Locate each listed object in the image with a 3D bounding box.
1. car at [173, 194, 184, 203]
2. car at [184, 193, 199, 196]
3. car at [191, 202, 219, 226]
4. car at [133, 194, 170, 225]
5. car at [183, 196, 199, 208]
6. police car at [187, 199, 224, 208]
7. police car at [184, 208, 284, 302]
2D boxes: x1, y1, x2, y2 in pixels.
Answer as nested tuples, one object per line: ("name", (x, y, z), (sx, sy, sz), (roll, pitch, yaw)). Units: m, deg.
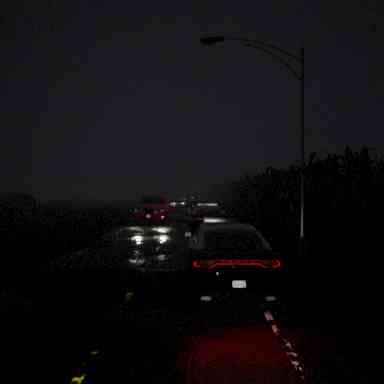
("car", (-2.671, 1.234, 66.252), (2.097, 1.767, 4.553), (0, 0, 1))
("car", (0.093, 1.124, 60.053), (2.150, 2.045, 5.566), (0, 0, 0))
("car", (0.862, 1.505, 24.344), (1.812, 1.442, 4.674), (0, 0, 0))
("car", (-2.814, 1.201, 24.295), (2.150, 2.045, 5.566), (0, 0, 0))
("car", (0.116, 1.542, 46.088), (1.895, 1.301, 4.718), (0, 0, 1))
("police car", (0.853, 1.412, 18.454), (1.930, 1.638, 5.238), (0, 0, 0))
("police car", (0.837, 1.422, 8.454), (1.930, 1.638, 5.238), (0, 0, 0))
